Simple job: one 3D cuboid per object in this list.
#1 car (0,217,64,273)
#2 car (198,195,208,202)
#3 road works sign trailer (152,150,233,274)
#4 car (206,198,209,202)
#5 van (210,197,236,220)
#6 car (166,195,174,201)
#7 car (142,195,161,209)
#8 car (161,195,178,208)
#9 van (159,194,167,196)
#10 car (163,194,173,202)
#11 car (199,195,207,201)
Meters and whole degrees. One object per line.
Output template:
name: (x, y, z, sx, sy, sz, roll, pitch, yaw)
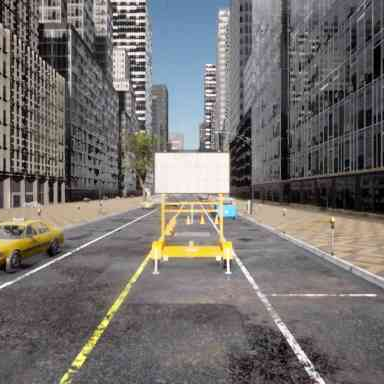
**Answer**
car: (-5.686, 1.525, 10.656, 1.752, 1.417, 4.829, 0, 0, 0)
car: (2.737, 1.560, 73.166, 2.008, 1.369, 4.403, 0, 0, 0)
road works sign trailer: (0.006, 0.464, 10.558, 2.380, 3.560, 2.880, 0, 0, 0)
car: (2.710, 1.527, 33.660, 1.752, 1.417, 4.829, 0, 0, 0)
van: (2.705, 1.342, 27.822, 1.690, 1.788, 3.998, 0, 0, 0)
car: (-5.636, 1.538, 84.339, 1.752, 1.417, 4.829, 0, 0, 0)
car: (-5.663, 1.529, 44.663, 1.752, 1.417, 4.829, 0, 0, 0)
car: (-2.968, 1.552, 48.463, 2.033, 1.411, 5.357, 0, 0, 0)
van: (-5.655, 1.347, 56.169, 1.690, 1.788, 3.998, 0, 0, 0)
car: (-5.640, 1.326, 78.841, 2.192, 1.841, 5.009, 0, 0, 0)
car: (2.745, 1.557, 84.502, 1.887, 1.381, 4.507, 0, 0, 0)
